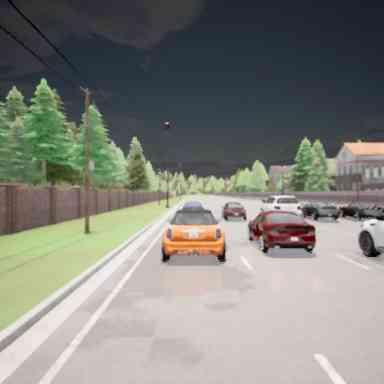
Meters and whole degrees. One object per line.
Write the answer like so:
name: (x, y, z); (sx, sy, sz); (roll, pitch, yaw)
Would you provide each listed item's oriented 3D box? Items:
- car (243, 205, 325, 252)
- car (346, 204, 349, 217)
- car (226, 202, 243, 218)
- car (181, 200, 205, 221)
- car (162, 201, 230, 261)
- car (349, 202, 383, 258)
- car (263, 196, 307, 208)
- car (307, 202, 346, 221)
car: (3.581, 1.523, 14.044); (1.882, 1.535, 5.008); (0, -1, 0)
car: (14.080, 1.581, 27.907); (2.128, 1.511, 4.902); (0, 0, 0)
car: (3.586, 1.618, 28.934); (1.812, 1.442, 4.674); (0, 0, 0)
car: (0.087, 1.572, 29.492); (1.882, 1.535, 5.008); (0, 0, 0)
car: (0.074, 1.391, 12.612); (2.097, 1.767, 4.553); (0, 0, 0)
car: (7.041, 1.247, 9.743); (2.150, 2.045, 5.566); (0, -1, 1)
car: (7.073, 1.309, 26.861); (2.150, 2.045, 5.566); (0, 0, 0)
car: (10.580, 1.581, 27.914); (2.128, 1.511, 4.902); (0, 0, 0)
